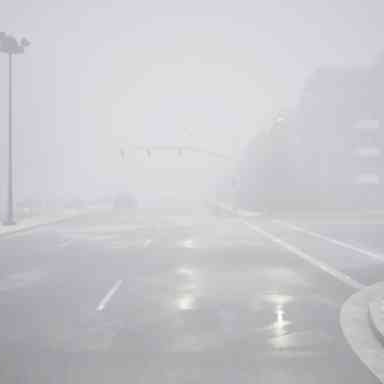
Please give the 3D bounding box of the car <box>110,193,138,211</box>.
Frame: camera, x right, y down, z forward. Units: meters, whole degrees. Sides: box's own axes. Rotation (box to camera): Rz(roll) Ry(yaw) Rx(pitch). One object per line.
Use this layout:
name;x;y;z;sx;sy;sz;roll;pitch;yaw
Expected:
car;-8.018;1.198;40.519;2.150;2.045;5.566;0;0;-1

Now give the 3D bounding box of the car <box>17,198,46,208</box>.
car;-23.238;1.537;47.629;1.994;1.385;4.181;0;0;0

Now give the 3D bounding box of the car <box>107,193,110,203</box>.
car;-16.197;1.185;67.162;2.150;2.045;5.566;0;0;0

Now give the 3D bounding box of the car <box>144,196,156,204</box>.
car;-8.109;1.489;64.534;1.812;1.442;4.674;0;0;0

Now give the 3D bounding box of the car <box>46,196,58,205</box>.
car;-23.250;1.473;56.621;1.837;1.490;4.892;0;0;1

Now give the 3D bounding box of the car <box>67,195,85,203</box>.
car;-23.193;1.440;66.864;1.882;1.535;5.008;0;0;0

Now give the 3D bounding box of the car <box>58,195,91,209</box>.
car;-16.247;1.465;46.136;2.128;1.511;4.902;0;0;0

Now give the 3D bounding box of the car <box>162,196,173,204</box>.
car;-4.598;1.456;63.423;2.128;1.511;4.902;0;0;0

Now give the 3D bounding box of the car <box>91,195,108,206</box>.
car;-16.263;1.516;55.993;2.033;1.411;5.357;0;0;1
